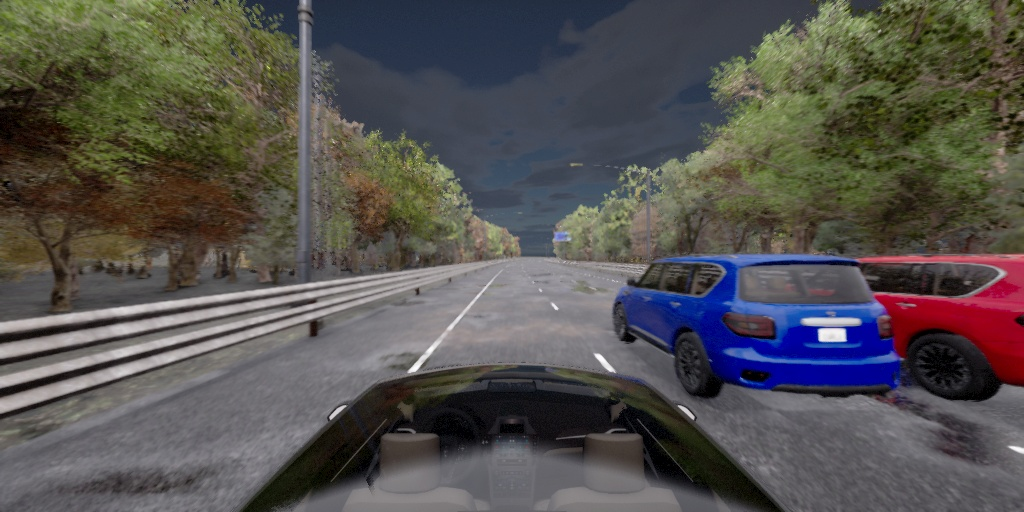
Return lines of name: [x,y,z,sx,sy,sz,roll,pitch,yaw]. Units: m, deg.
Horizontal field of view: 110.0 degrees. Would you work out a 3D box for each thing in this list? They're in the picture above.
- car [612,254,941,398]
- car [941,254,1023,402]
car: [3.599,0.997,6.713,2.150,2.045,5.566,0,0,0]
car: [7.099,0.996,6.580,2.150,2.045,5.566,0,0,0]
